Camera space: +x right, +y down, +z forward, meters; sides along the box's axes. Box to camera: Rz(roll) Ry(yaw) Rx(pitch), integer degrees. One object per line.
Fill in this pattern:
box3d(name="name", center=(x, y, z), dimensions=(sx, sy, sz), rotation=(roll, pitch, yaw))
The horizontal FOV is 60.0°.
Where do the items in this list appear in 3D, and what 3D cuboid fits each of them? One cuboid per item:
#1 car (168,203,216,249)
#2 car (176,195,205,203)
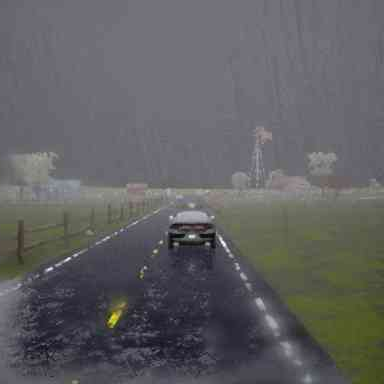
box3d(name="car", center=(0.000, 1.481, 14.653), dimensions=(1.882, 1.535, 5.008), rotation=(0, 0, 0))
box3d(name="car", center=(0.000, 1.257, 29.685), dimensions=(2.150, 2.045, 5.566), rotation=(0, 0, 0))
